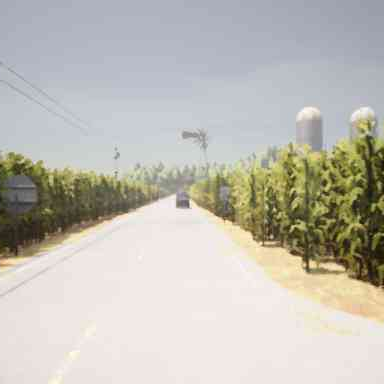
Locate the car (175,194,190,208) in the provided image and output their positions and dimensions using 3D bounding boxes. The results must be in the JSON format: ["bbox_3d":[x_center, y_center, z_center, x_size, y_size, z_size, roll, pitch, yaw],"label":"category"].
[{"bbox_3d":[-1.255,1.407,45.566,1.882,1.535,5.008,0,0,-2],"label":"car"}]
